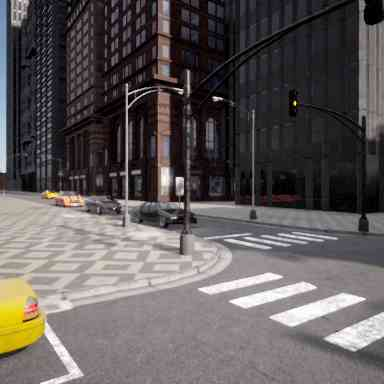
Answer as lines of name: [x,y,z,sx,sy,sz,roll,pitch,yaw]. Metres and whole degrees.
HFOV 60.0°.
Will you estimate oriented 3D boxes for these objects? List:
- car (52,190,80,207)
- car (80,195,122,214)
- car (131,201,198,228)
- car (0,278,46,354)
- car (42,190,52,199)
car: [-13.430,0.692,36.348,2.097,1.767,4.553,0,1,-35]
car: [-7.584,1.024,28.210,1.837,1.490,4.892,0,1,-36]
car: [-1.872,1.248,20.264,2.033,1.411,5.357,0,1,-36]
car: [-4.266,1.524,3.607,4.829,1.417,1.752,0,0,-35]
car: [-24.387,0.436,57.046,1.882,1.535,5.008,0,1,-36]
